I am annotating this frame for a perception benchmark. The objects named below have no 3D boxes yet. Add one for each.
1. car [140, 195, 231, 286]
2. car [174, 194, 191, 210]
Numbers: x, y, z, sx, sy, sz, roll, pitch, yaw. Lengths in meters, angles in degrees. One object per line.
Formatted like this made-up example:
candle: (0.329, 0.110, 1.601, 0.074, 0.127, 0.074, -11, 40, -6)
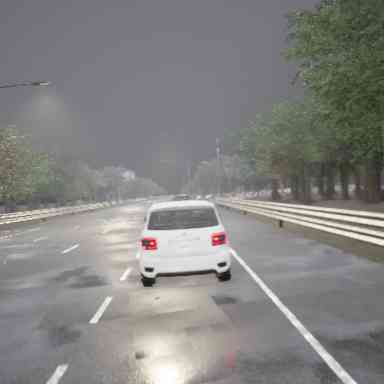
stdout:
car: (-0.244, 1.260, 9.860, 2.150, 2.045, 5.566, -4, 0, -2)
car: (-1.382, 1.452, 50.511, 2.150, 2.045, 5.566, -4, 0, 2)
